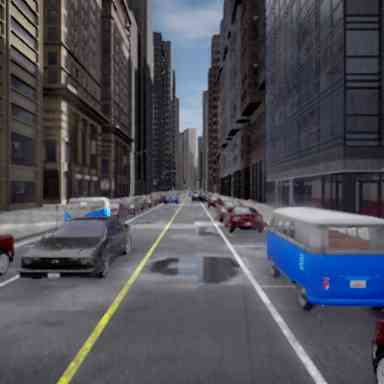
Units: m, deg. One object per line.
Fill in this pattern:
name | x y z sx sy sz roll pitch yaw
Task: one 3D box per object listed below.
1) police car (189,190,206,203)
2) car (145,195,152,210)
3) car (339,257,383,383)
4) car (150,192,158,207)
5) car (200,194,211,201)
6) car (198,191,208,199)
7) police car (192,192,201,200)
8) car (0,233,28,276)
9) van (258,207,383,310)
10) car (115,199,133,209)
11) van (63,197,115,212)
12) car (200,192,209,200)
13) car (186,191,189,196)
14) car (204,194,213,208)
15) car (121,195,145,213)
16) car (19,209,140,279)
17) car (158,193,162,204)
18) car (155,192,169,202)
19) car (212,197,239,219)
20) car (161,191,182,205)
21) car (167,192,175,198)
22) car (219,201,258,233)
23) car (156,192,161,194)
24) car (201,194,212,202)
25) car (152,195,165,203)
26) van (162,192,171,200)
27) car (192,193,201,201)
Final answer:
police car | 0.878 1.013 57.765 1.930 1.638 5.238 0 0 0
car | -5.748 1.312 35.392 1.947 1.339 4.313 0 0 0
car | 2.766 1.531 1.788 1.887 1.381 4.507 0 0 0
car | -5.746 1.146 40.992 1.967 1.590 4.097 0 0 0
car | 2.788 1.061 69.011 2.008 1.369 4.403 0 0 0
car | 2.793 0.714 85.816 2.192 1.841 5.009 0 0 0
police car | 0.924 0.904 73.768 1.930 1.638 5.238 0 0 0
car | -5.757 1.491 7.384 1.887 1.381 4.507 0 0 0
van | 2.769 1.287 7.388 1.690 1.788 3.998 0 0 0
car | -5.752 1.408 24.189 1.802 1.307 4.206 0 0 0
van | -5.753 1.207 18.586 1.690 1.788 3.998 0 0 0
car | 2.790 0.913 74.613 1.967 1.590 4.097 0 0 0
car | 0.030 0.783 92.438 1.994 1.385 4.181 0 0 0
car | 2.779 1.250 41.002 1.887 1.381 4.507 0 0 0
car | -5.750 1.226 29.790 1.967 1.590 4.097 0 0 0
car | -3.097 1.474 10.118 2.033 1.411 5.357 0 0 0
car | -5.745 1.232 46.595 1.947 1.339 4.313 0 0 0
car | -5.738 0.864 63.398 2.192 1.841 5.009 0 0 0
car | 2.774 1.266 24.195 1.967 1.590 4.097 0 0 0
car | -3.066 0.859 50.595 2.150 2.045 5.566 0 0 0
car | -5.730 0.804 91.407 1.967 1.590 4.097 0 0 0
car | 2.772 1.410 18.594 1.887 1.381 4.507 0 0 0
car | -5.742 0.941 52.195 2.192 1.841 5.009 0 0 0
car | 2.786 1.114 63.410 1.947 1.339 4.313 0 0 0
car | -5.741 1.169 57.798 1.802 1.307 4.206 0 0 0
van | -5.735 0.814 74.601 1.690 1.788 3.998 0 0 0
car | 0.863 1.025 67.659 1.837 1.490 4.892 0 0 0
